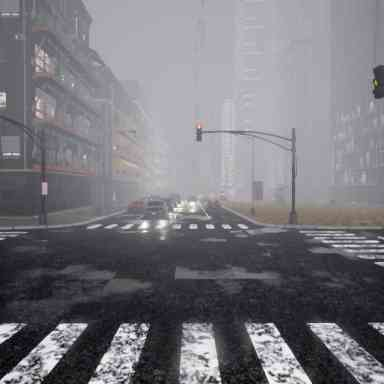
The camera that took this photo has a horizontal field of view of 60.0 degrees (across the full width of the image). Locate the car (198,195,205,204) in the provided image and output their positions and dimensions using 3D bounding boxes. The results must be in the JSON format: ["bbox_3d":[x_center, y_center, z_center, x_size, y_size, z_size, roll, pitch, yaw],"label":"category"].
[{"bbox_3d":[2.594,1.551,63.672,2.008,1.369,4.403,-1,0,0],"label":"car"}]

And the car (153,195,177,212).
[{"bbox_3d":[-3.127,1.473,38.881,1.882,1.535,5.008,0,0,0],"label":"car"}]

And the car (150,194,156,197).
[{"bbox_3d":[-5.736,1.436,41.012,1.967,1.590,4.097,-1,0,0],"label":"car"}]

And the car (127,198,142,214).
[{"bbox_3d":[-5.729,1.540,35.363,1.887,1.381,4.507,-1,0,0],"label":"car"}]

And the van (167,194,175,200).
[{"bbox_3d":[-5.779,1.350,91.851,1.690,1.788,3.998,-1,0,0],"label":"van"}]

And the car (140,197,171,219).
[{"bbox_3d":[-3.123,1.500,29.334,1.837,1.490,4.892,0,0,0],"label":"car"}]

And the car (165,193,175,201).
[{"bbox_3d":[-5.775,1.322,86.204,2.192,1.841,5.009,-1,0,0],"label":"car"}]

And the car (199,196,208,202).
[{"bbox_3d":[2.585,1.548,74.970,1.887,1.381,4.507,-1,0,0],"label":"car"}]

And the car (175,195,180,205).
[{"bbox_3d":[-3.129,1.522,48.764,1.812,1.442,4.674,0,0,0],"label":"car"}]

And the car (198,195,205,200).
[{"bbox_3d":[2.570,1.534,92.087,1.752,1.417,4.829,-1,0,0],"label":"car"}]

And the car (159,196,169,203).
[{"bbox_3d":[-5.757,1.583,69.257,1.802,1.307,4.206,-1,0,0],"label":"car"}]

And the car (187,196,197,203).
[{"bbox_3d":[0.044,1.479,69.792,1.882,1.535,5.008,0,0,0],"label":"car"}]

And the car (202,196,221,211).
[{"bbox_3d":[2.612,1.540,41.076,1.887,1.381,4.507,-1,0,0],"label":"car"}]

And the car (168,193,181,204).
[{"bbox_3d":[-3.088,1.220,59.321,2.150,2.045,5.566,0,0,1],"label":"car"}]
